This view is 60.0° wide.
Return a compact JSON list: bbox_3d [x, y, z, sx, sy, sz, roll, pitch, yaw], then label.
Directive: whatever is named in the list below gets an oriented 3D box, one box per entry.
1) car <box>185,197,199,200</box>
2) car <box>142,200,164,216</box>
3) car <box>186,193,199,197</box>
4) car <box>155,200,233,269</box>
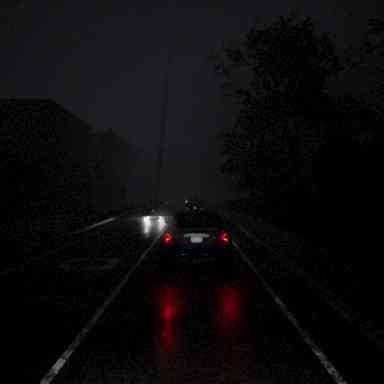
[{"bbox_3d":[0.253,1.433,30.561,2.033,1.411,5.357,0,0,0],"label":"car"},{"bbox_3d":[-3.424,1.446,31.100,1.994,1.385,4.181,0,0,0],"label":"car"},{"bbox_3d":[0.057,0.982,72.798,2.097,1.767,4.553,0,1,17],"label":"car"},{"bbox_3d":[0.142,1.337,11.286,2.097,1.767,4.553,0,0,0],"label":"car"}]
